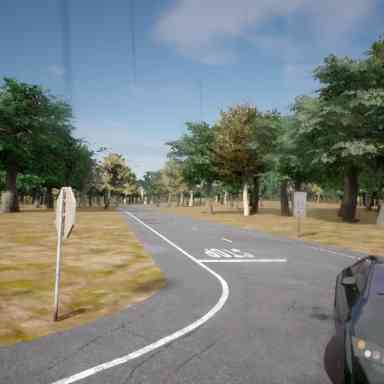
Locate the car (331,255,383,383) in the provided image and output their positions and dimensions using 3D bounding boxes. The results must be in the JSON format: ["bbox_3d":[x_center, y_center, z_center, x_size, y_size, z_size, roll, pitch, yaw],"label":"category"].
[{"bbox_3d":[3.069,1.642,4.573,1.994,1.385,4.181,1,-1,22],"label":"car"}]
